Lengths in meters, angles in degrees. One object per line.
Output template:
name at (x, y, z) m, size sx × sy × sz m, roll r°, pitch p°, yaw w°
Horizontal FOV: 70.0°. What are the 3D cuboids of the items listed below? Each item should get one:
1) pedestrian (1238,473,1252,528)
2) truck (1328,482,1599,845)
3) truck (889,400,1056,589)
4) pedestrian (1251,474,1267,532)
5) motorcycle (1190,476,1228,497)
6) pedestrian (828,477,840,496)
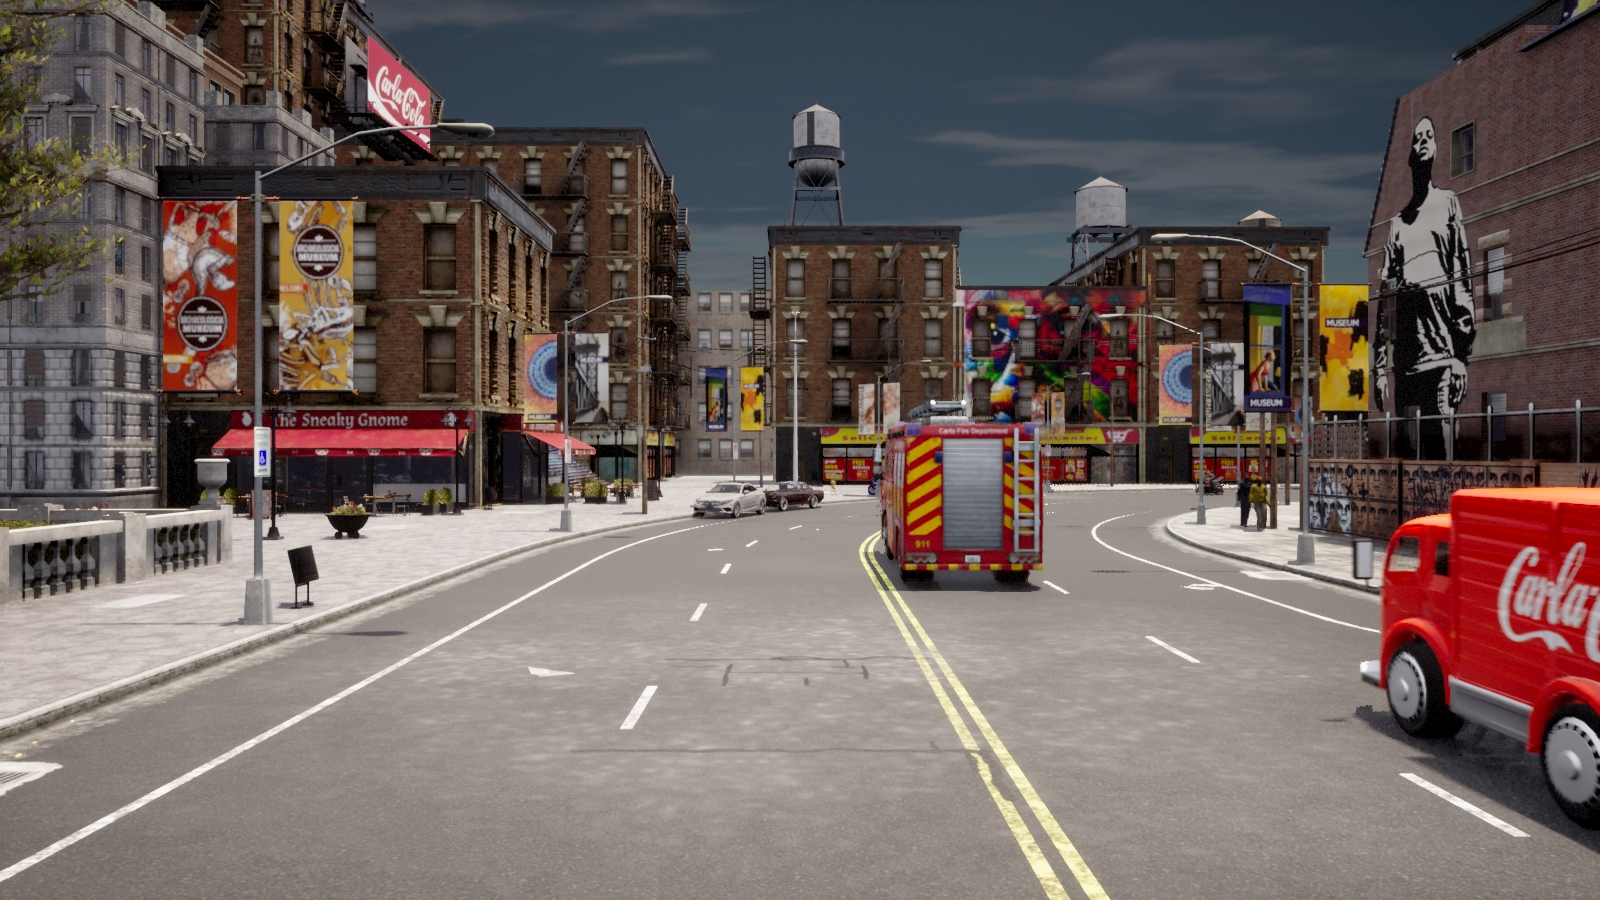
pedestrian at (15.193, 1.712, 38.991) m, size 0.375 × 1.860 × 0.375 m, roll 0°, pitch 0°, yaw 10°
truck at (6.997, 1.572, 9.696) m, size 2.627 × 2.467 × 5.204 m, roll 0°, pitch 0°, yaw 0°
truck at (3.820, 0.902, 27.363) m, size 2.891 × 3.827 × 8.468 m, roll 0°, pitch 0°, yaw 1°
pedestrian at (14.877, 1.711, 37.011) m, size 0.375 × 1.860 × 0.375 m, roll 0°, pitch 0°, yaw 4°
motorcycle at (25.446, 2.233, 71.003) m, size 2.209 × 1.251 × 0.867 m, roll 0°, pitch 0°, yaw -22°
pedestrian at (1.956, 2.102, 66.299) m, size 0.500 × 1.100 × 0.500 m, roll 0°, pitch 0°, yaw 35°
